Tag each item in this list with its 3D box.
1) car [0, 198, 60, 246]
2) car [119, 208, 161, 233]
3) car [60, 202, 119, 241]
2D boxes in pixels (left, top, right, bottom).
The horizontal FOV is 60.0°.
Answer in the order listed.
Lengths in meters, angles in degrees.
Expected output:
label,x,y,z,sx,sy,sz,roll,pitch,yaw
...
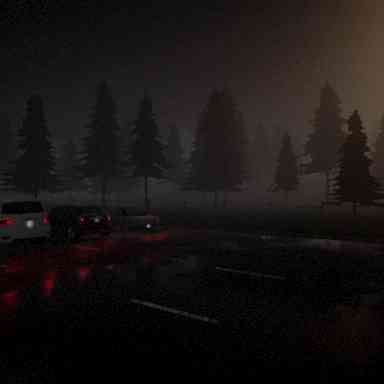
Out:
label,x,y,z,sx,sy,sz,roll,pitch,yaw
car,-8.293,1.255,14.084,5.566,2.045,2.150,0,0,36
car,-4.228,1.614,19.783,4.718,1.301,1.895,0,0,36
car,-6.212,1.363,16.898,4.553,1.767,2.097,0,0,36
